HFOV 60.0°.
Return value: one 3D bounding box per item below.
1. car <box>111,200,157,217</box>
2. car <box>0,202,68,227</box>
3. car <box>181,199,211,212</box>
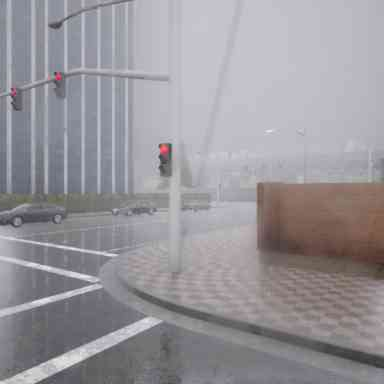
[{"bbox_3d":[-5.313,1.491,30.980,2.128,1.511,4.902,0,0,35],"label":"car"},{"bbox_3d":[-11.024,1.505,22.952,1.837,1.490,4.892,0,0,35],"label":"car"},{"bbox_3d":[0.465,1.564,39.084,1.994,1.385,4.181,0,0,35],"label":"car"}]
